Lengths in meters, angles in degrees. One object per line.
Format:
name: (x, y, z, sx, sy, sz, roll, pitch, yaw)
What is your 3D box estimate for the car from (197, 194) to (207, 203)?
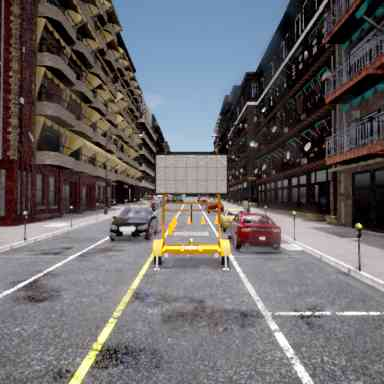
car: (2.419, 1.541, 80.722, 2.192, 1.841, 5.009, 1, 0, 0)

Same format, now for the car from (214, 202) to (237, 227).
car: (2.553, 1.551, 20.054, 1.752, 1.417, 4.829, 1, 0, 0)

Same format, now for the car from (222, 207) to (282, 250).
car: (2.562, 1.561, 14.352, 1.887, 1.381, 4.507, 1, 0, 0)

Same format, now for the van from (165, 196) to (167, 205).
van: (-5.380, 1.452, 53.114, 1.690, 1.788, 3.998, 2, 0, 0)

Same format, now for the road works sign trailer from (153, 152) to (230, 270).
road works sign trailer: (-0.018, 0.475, 11.014, 2.380, 3.560, 2.880, 0, 0, 0)

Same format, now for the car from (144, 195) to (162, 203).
car: (-5.360, 1.392, 42.056, 2.192, 1.841, 5.009, 2, 0, 0)

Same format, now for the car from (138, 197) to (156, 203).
car: (-5.356, 1.588, 36.354, 1.752, 1.417, 4.829, 2, 0, 0)

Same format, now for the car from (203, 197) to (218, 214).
car: (2.524, 1.608, 36.474, 1.887, 1.381, 4.507, 1, 0, 0)

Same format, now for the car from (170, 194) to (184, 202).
car: (-2.862, 1.387, 67.158, 2.150, 2.045, 5.566, 0, 0, 0)

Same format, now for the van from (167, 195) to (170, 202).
van: (-5.390, 1.472, 58.646, 1.690, 1.788, 3.998, 1, 0, 0)

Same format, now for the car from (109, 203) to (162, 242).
car: (-2.778, 1.511, 16.666, 2.128, 1.511, 4.902, 0, 0, 0)

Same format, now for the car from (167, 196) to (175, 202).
car: (-5.443, 1.819, 86.298, 1.947, 1.339, 4.313, 1, 0, 0)

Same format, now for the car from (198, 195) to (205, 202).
car: (2.486, 1.676, 58.598, 1.887, 1.381, 4.507, 1, 0, 0)

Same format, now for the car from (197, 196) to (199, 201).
car: (2.476, 1.697, 64.127, 1.887, 1.381, 4.507, 1, 0, 0)

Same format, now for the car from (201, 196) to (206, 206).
car: (2.514, 1.628, 42.006, 2.008, 1.369, 4.403, 1, 0, 0)

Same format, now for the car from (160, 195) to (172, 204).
car: (-5.408, 1.492, 69.707, 2.192, 1.841, 5.009, 1, 0, 0)

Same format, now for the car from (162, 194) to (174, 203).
car: (-5.418, 1.516, 75.237, 2.192, 1.841, 5.009, 1, 0, 0)

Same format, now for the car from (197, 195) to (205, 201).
car: (2.396, 1.723, 91.784, 1.967, 1.590, 4.097, 1, 0, 0)
